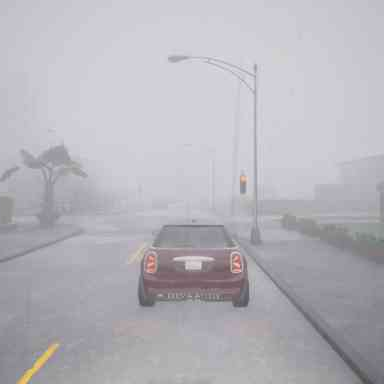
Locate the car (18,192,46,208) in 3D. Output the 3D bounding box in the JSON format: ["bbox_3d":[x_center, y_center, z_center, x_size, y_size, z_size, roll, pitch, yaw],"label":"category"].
[{"bbox_3d":[-19.729,0.985,42.014,1.905,1.878,3.866,0,0,35],"label":"car"}]

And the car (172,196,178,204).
[{"bbox_3d":[-4.034,1.563,57.798,1.994,1.385,4.181,0,0,0],"label":"car"}]

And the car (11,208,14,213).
[{"bbox_3d":[-18.715,1.352,29.906,4.553,1.767,2.097,0,0,1],"label":"car"}]

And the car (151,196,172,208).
[{"bbox_3d":[-4.070,1.547,42.798,2.033,1.411,5.357,0,0,0],"label":"car"}]

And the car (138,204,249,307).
[{"bbox_3d":[0.050,1.352,8.139,2.097,1.767,4.553,0,0,1],"label":"car"}]
